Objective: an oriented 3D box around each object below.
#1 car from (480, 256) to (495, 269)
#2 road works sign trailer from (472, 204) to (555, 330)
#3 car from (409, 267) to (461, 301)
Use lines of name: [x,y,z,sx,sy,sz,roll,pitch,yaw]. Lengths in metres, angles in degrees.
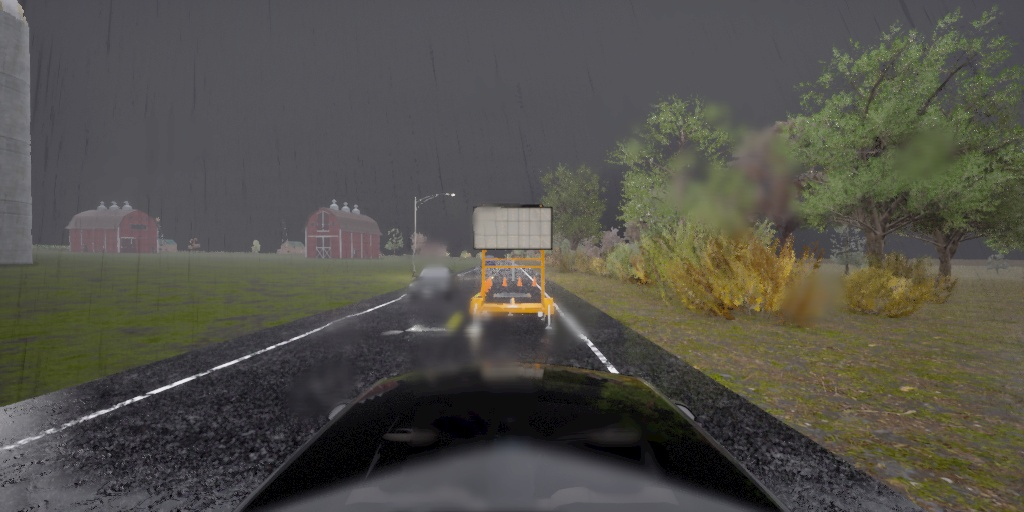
car: [-3.934,0.969,58.709,2.150,2.045,5.566,0,0,-1]
road works sign trailer: [0.037,0.213,11.122,2.380,3.560,2.880,0,0,0]
car: [-3.591,1.274,17.496,1.812,1.442,4.674,0,0,0]
